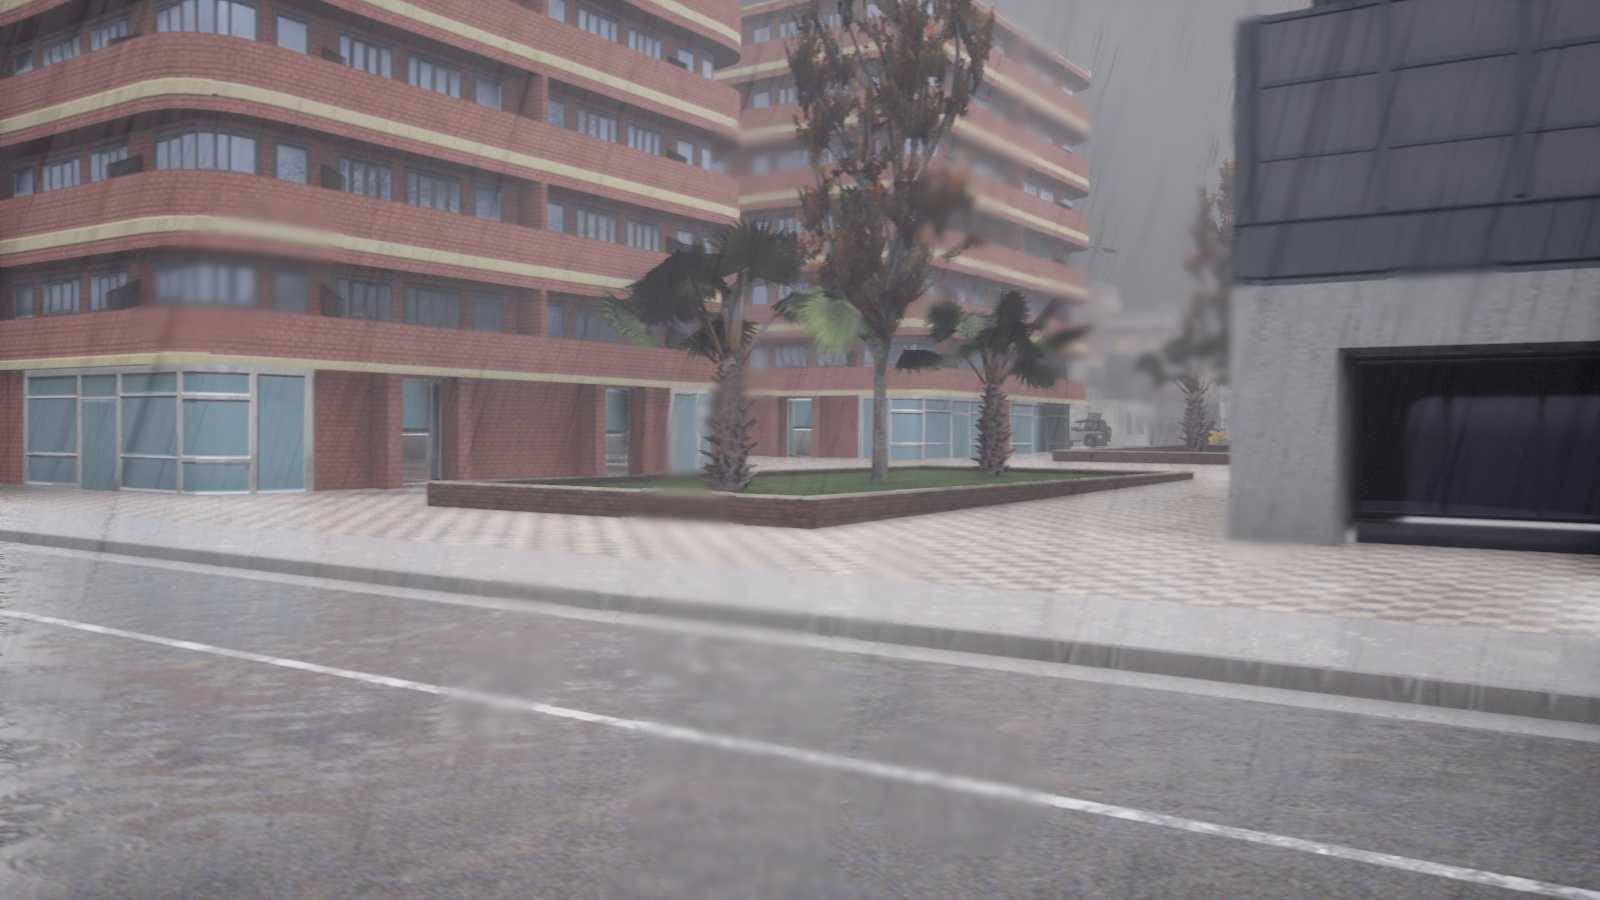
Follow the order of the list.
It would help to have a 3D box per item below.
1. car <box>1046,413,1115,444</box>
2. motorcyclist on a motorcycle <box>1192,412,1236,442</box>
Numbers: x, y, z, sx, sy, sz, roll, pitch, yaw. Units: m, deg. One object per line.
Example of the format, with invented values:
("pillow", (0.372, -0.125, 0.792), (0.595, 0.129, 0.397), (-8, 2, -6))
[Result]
("car", (18.174, -1.377, 81.359), (3.866, 1.878, 1.905), (-1, 0, 34))
("motorcyclist on a motorcycle", (21.840, -1.194, 66.269), (2.044, 1.523, 0.797), (-1, 1, 34))
